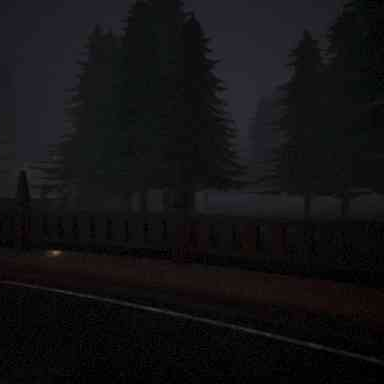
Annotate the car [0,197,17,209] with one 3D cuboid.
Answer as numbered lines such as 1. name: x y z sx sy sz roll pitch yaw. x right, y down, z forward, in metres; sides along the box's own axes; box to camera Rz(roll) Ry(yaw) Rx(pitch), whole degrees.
1. car: -22.773 1.363 38.746 1.837 1.490 4.892 0 0 19
